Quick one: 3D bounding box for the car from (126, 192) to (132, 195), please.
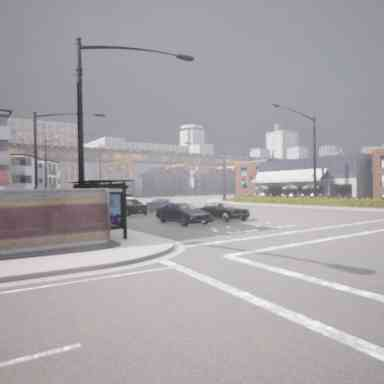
[{"bbox_3d":[-8.776,1.048,43.370,2.150,2.045,5.566,-1,1,-26],"label":"car"}]

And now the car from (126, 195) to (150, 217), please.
[{"bbox_3d":[-5.852,1.404,31.478,1.882,1.535,5.008,-1,1,-31],"label":"car"}]

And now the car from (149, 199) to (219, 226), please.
[{"bbox_3d":[-0.711,1.486,23.180,2.033,1.411,5.357,-2,1,-32],"label":"car"}]

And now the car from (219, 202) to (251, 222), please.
[{"bbox_3d":[2.230,1.461,25.083,1.895,1.301,4.718,-2,1,-32],"label":"car"}]
